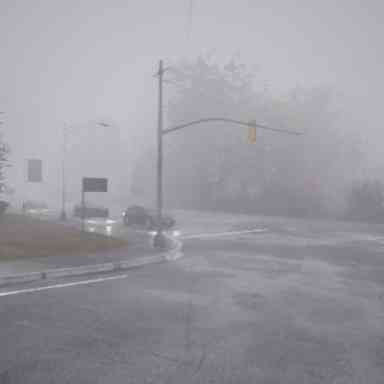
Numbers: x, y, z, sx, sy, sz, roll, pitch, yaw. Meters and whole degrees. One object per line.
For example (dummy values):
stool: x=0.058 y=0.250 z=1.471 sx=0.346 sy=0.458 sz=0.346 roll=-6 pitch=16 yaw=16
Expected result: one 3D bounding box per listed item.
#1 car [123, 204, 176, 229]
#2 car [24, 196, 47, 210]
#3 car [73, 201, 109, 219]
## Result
car: x=-2.990 y=1.615 z=22.672 sx=1.837 sy=1.490 sz=4.892 roll=1 pitch=0 yaw=-39
car: x=-21.326 y=1.619 z=45.577 sx=1.812 sy=1.442 sz=4.674 roll=1 pitch=-1 yaw=-38
car: x=-9.298 y=1.582 z=30.525 sx=1.882 sy=1.535 sz=5.008 roll=1 pitch=0 yaw=-39
